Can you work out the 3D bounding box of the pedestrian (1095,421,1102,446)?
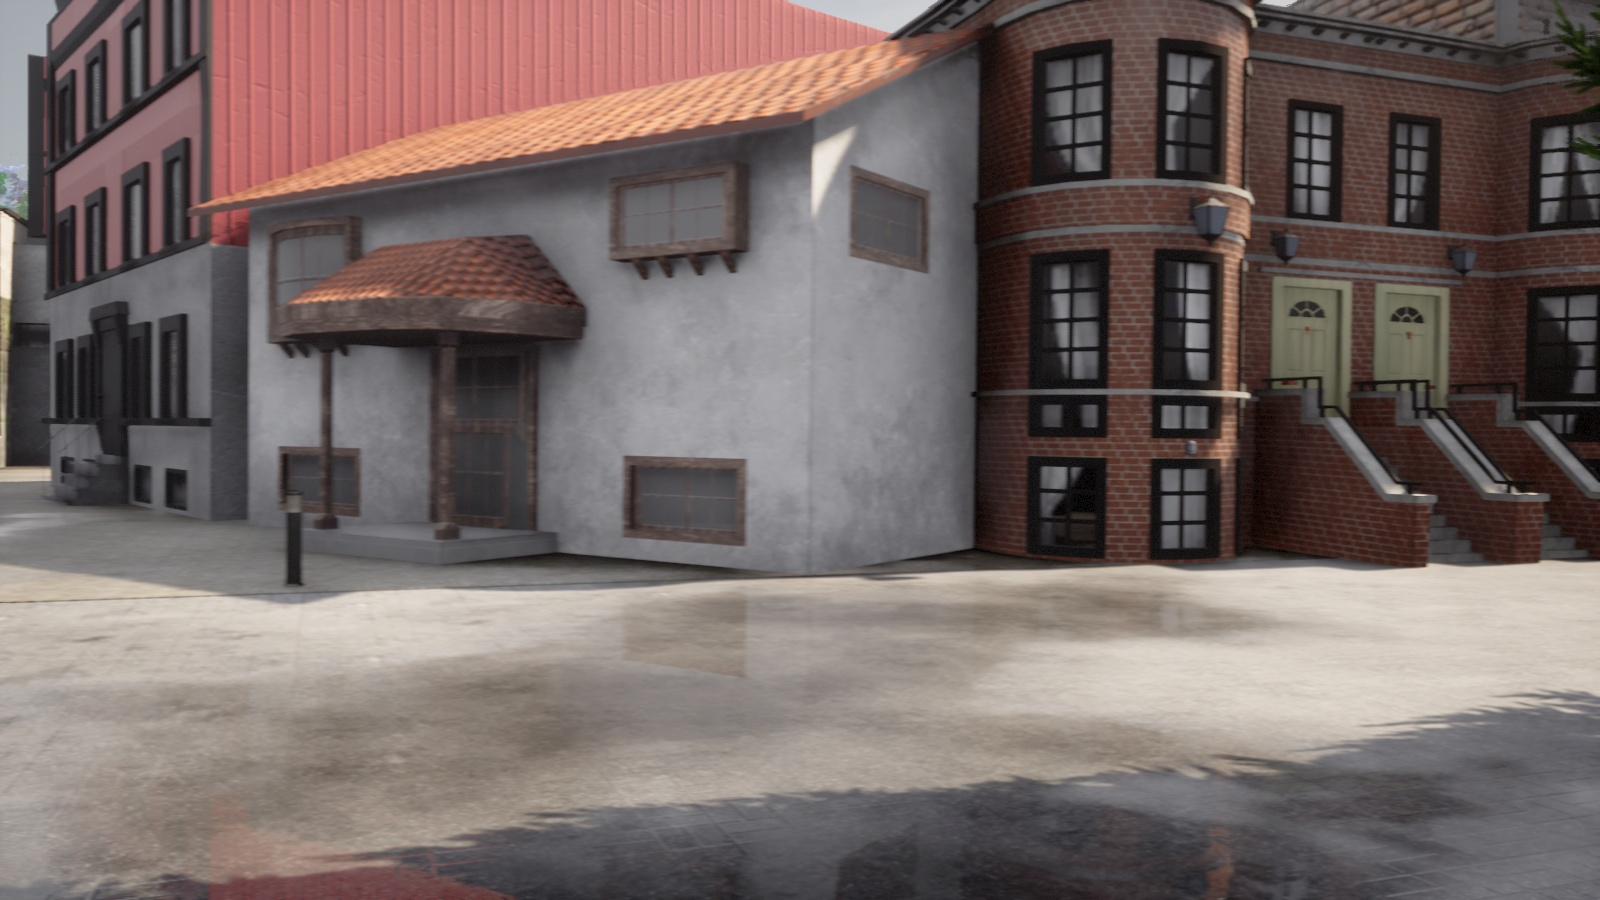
[{"bbox_3d":[22.090,-1.243,92.900,0.345,1.836,0.594,-1,1,-9],"label":"pedestrian"}]
